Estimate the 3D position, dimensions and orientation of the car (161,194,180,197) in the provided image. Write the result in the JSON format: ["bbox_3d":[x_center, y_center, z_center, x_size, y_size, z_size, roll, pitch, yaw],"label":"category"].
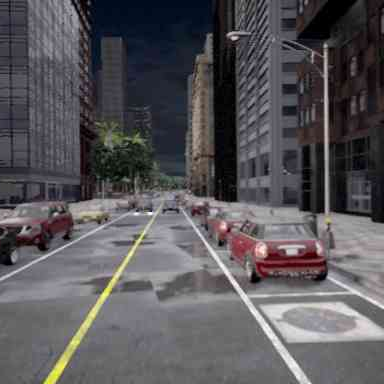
[{"bbox_3d":[-3.138,1.498,48.438,1.882,1.535,5.008,-1,0,-3],"label":"car"}]

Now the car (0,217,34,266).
[{"bbox_3d":[-6.312,1.633,9.095,1.947,1.339,4.313,-1,0,-4],"label":"car"}]

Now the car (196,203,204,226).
[{"bbox_3d":[1.472,1.555,20.485,1.802,1.307,4.206,-1,0,-4],"label":"car"}]

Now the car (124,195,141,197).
[{"bbox_3d":[-8.843,1.400,46.993,2.192,1.841,5.009,-1,0,-4],"label":"car"}]

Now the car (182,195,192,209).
[{"bbox_3d":[0.016,1.510,42.307,1.752,1.417,4.829,-1,0,-4],"label":"car"}]

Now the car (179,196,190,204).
[{"bbox_3d":[-1.418,1.551,63.789,1.887,1.381,4.507,-1,0,-4],"label":"car"}]

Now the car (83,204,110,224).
[{"bbox_3d":[-7.384,1.597,25.167,1.752,1.417,4.829,-1,0,-4],"label":"car"}]

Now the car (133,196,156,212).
[{"bbox_3d":[-5.573,1.553,39.565,1.837,1.490,4.892,-1,0,-4],"label":"car"}]

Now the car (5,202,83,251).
[{"bbox_3d":[-6.677,1.383,14.509,2.192,1.841,5.009,-1,0,-4],"label":"car"}]

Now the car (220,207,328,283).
[{"bbox_3d":[2.192,1.411,9.660,1.967,1.590,4.097,-1,0,-4],"label":"car"}]

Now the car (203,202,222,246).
[{"bbox_3d":[1.831,1.412,15.072,1.967,1.590,4.097,-1,0,-4],"label":"car"}]

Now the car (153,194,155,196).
[{"bbox_3d":[-11.728,1.713,90.305,1.802,1.307,4.206,-1,0,-4],"label":"car"}]

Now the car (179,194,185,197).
[{"bbox_3d":[-0.696,1.434,52.963,1.967,1.590,4.097,-1,0,-4],"label":"car"}]

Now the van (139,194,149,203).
[{"bbox_3d":[-10.649,1.456,74.063,1.690,1.788,3.998,-1,0,-4],"label":"van"}]

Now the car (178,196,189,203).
[{"bbox_3d":[-1.778,1.563,69.202,2.008,1.369,4.403,-1,0,-4],"label":"car"}]

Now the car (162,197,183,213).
[{"bbox_3d":[-2.330,1.559,36.495,2.033,1.411,5.357,-1,0,-3],"label":"car"}]

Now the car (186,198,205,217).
[{"bbox_3d":[0.749,1.522,31.311,1.887,1.381,4.507,-1,0,-4],"label":"car"}]

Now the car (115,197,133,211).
[{"bbox_3d":[-8.479,1.663,41.579,1.802,1.307,4.206,-1,0,-4],"label":"car"}]
